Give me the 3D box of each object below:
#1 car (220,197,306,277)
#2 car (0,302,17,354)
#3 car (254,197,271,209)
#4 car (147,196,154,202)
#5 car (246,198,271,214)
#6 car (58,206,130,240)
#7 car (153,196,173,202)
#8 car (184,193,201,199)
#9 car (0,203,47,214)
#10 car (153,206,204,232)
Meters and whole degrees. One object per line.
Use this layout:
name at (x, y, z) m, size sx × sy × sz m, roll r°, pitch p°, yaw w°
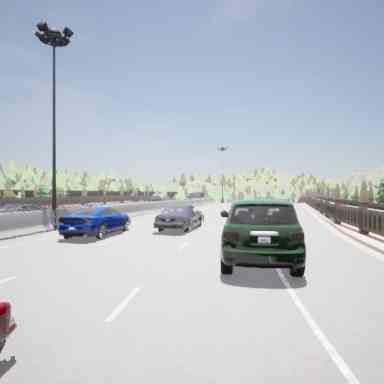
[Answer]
car at (2.085, 1.221, 10.460) m, size 2.150 × 2.045 × 5.566 m, roll 0°, pitch 0°, yaw 8°
car at (-3.254, 1.600, 2.155) m, size 1.895 × 1.301 × 4.718 m, roll 0°, pitch 0°, yaw 2°
car at (9.712, 1.466, 45.349) m, size 1.882 × 1.535 × 5.008 m, roll 0°, pitch 0°, yaw 17°
car at (-6.887, 1.462, 63.559) m, size 1.882 × 1.535 × 5.008 m, roll 0°, pitch 0°, yaw 16°
car at (7.203, 1.481, 35.631) m, size 2.128 × 1.511 × 4.902 m, roll 0°, pitch 0°, yaw 16°
car at (-4.830, 1.473, 17.146) m, size 1.882 × 1.535 × 5.008 m, roll 0°, pitch 0°, yaw 11°
car at (-4.636, 1.511, 58.734) m, size 1.812 × 1.442 × 4.674 m, roll 0°, pitch 0°, yaw 16°
car at (0.188, 1.204, 62.874) m, size 2.150 × 2.045 × 5.566 m, roll 0°, pitch 0°, yaw 16°
car at (-11.315, 1.486, 21.307) m, size 2.128 × 1.511 × 4.902 m, roll 0°, pitch 0°, yaw 13°
car at (-0.660, 1.542, 20.026) m, size 2.033 × 1.411 × 5.357 m, roll 0°, pitch 0°, yaw 14°
